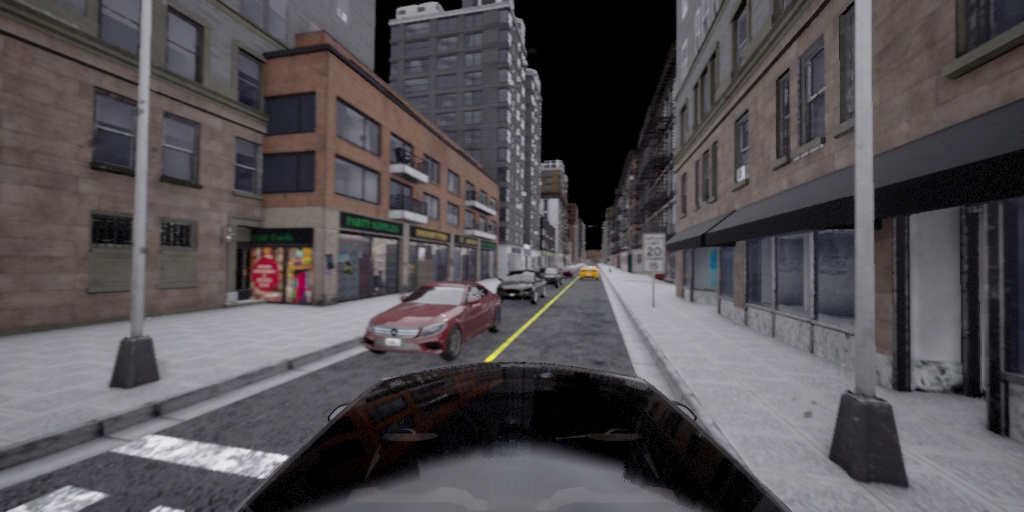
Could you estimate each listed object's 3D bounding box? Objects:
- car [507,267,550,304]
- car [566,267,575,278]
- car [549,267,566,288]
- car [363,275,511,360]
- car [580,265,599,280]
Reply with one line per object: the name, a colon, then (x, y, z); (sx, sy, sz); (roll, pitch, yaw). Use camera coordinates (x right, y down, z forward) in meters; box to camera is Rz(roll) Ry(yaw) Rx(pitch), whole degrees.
car: (0.544, 1.464, 17.908); (1.837, 1.490, 4.892); (0, -1, 13)
car: (6.408, 1.964, 42.668); (1.895, 1.301, 4.718); (0, -1, 13)
car: (2.856, 1.583, 27.805); (1.882, 1.535, 5.008); (0, -1, 13)
car: (-1.578, 1.349, 8.806); (1.812, 1.442, 4.674); (0, -1, 15)
car: (8.450, 1.777, 39.033); (1.882, 1.535, 5.008); (0, -1, 13)
